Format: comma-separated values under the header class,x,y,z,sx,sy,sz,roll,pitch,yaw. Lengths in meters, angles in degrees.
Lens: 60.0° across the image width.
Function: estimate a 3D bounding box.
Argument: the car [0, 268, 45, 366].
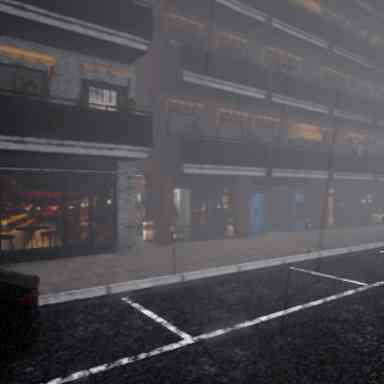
class,x,y,z,sx,sy,sz,roll,pitch,yaw
car,-3.989,1.551,3.727,4.313,1.339,1.947,1,-1,-36
